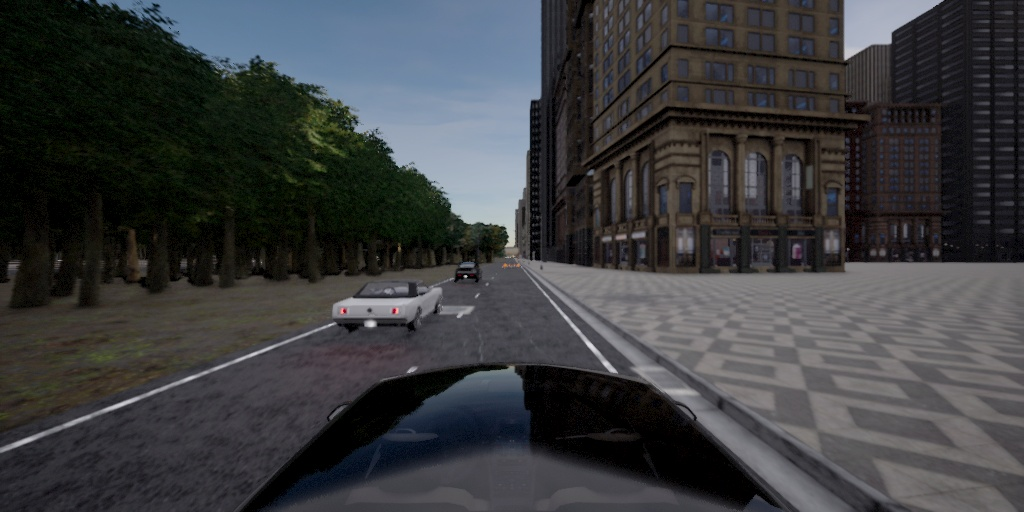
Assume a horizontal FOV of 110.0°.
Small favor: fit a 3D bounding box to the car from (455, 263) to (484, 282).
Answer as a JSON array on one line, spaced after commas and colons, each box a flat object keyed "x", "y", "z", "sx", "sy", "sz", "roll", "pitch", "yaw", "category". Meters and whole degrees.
[{"x": -3.401, "y": 1.259, "z": 28.691, "sx": 1.837, "sy": 1.490, "sz": 4.892, "roll": 0, "pitch": 0, "yaw": 0, "category": "car"}]

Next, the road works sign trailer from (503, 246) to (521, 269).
[{"x": -0.003, "y": 0.229, "z": 57.776, "sx": 2.380, "sy": 3.560, "sz": 2.880, "roll": 0, "pitch": 0, "yaw": 0, "category": "road works sign trailer"}]

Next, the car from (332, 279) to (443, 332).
[{"x": -3.401, "y": 1.352, "z": 10.862, "sx": 1.895, "sy": 1.301, "sz": 4.718, "roll": 0, "pitch": 0, "yaw": 0, "category": "car"}]
